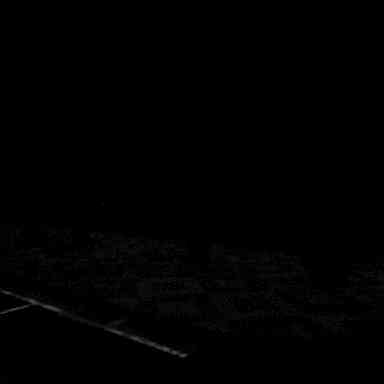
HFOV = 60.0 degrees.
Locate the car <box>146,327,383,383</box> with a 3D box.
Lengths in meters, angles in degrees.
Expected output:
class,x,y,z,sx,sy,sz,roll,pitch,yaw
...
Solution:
class,x,y,z,sx,sy,sz,roll,pitch,yaw
car,1.512,1.567,1.888,4.313,1.339,1.947,0,0,35
